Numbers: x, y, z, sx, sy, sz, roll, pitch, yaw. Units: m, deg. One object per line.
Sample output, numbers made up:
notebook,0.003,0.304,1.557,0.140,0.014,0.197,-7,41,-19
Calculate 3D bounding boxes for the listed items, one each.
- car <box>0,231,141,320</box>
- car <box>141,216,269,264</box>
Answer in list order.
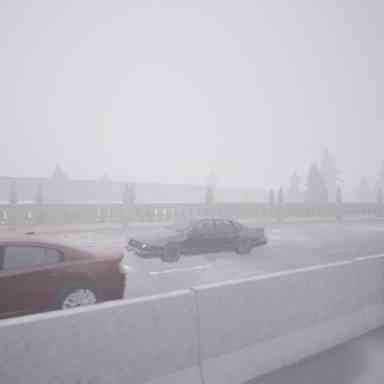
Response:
car,-3.599,1.474,5.568,5.008,1.535,1.882,1,-1,-34
car,0.339,1.617,12.247,5.357,1.411,2.033,1,0,-31
